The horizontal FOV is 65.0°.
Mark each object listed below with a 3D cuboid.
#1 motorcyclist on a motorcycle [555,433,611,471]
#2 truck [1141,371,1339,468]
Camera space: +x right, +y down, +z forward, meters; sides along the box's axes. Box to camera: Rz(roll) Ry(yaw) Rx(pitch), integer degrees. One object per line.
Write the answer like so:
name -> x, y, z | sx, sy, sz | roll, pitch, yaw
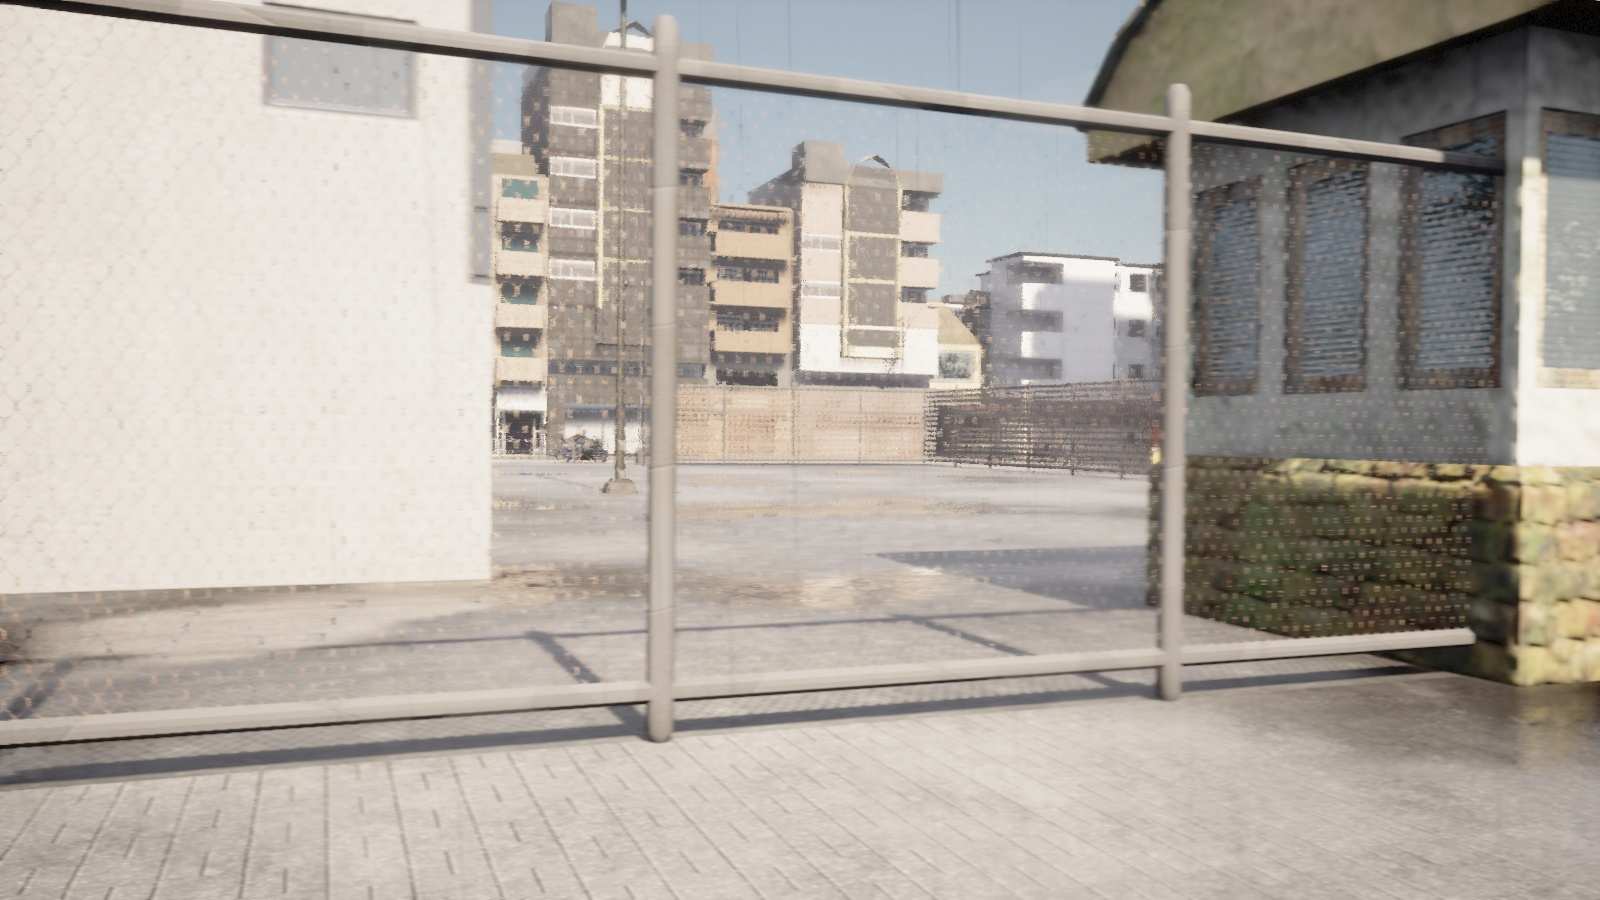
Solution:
motorcyclist on a motorcycle -> -9.221, 0.071, 53.282 | 2.191, 1.530, 0.866 | -1, 1, -21
truck -> 17.042, -1.155, 49.365 | 2.891, 3.462, 7.936 | -1, 1, -21
